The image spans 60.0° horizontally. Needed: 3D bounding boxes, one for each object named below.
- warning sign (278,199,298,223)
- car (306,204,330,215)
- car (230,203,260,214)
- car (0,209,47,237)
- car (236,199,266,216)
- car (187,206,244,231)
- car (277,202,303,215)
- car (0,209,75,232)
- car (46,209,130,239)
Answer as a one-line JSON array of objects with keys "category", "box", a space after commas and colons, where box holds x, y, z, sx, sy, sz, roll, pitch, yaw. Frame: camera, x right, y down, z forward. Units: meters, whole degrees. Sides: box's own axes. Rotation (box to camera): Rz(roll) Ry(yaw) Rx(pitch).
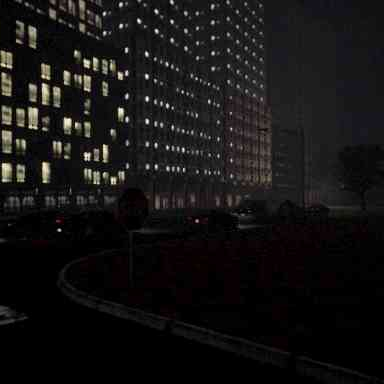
[{"category": "warning sign", "box": [7.700, 1.499, 26.717, 1.300, 1.860, 1.060, 0, 0, 36]}, {"category": "car", "box": [16.577, 2.268, 43.679, 2.033, 1.411, 5.357, -1, -1, 37]}, {"category": "car", "box": [7.765, 2.349, 48.312, 2.033, 1.411, 5.357, -1, -1, 37]}, {"category": "car", "box": [-9.033, 1.759, 19.784, 1.812, 1.442, 4.674, -1, -1, 36]}, {"category": "car", "box": [7.608, 1.912, 42.630, 2.150, 2.045, 5.566, -1, -1, 36]}, {"category": "car", "box": [1.507, 1.867, 22.879, 1.994, 1.385, 4.181, -1, -1, 36]}, {"category": "car", "box": [13.144, 2.085, 44.497, 2.097, 1.767, 4.553, -1, -1, 37]}, {"category": "car", "box": [-10.744, 1.894, 22.976, 1.895, 1.301, 4.718, -1, -1, 36]}, {"category": "car", "box": [-5.362, 1.727, 18.989, 1.837, 1.490, 4.892, -1, -1, 36]}]
